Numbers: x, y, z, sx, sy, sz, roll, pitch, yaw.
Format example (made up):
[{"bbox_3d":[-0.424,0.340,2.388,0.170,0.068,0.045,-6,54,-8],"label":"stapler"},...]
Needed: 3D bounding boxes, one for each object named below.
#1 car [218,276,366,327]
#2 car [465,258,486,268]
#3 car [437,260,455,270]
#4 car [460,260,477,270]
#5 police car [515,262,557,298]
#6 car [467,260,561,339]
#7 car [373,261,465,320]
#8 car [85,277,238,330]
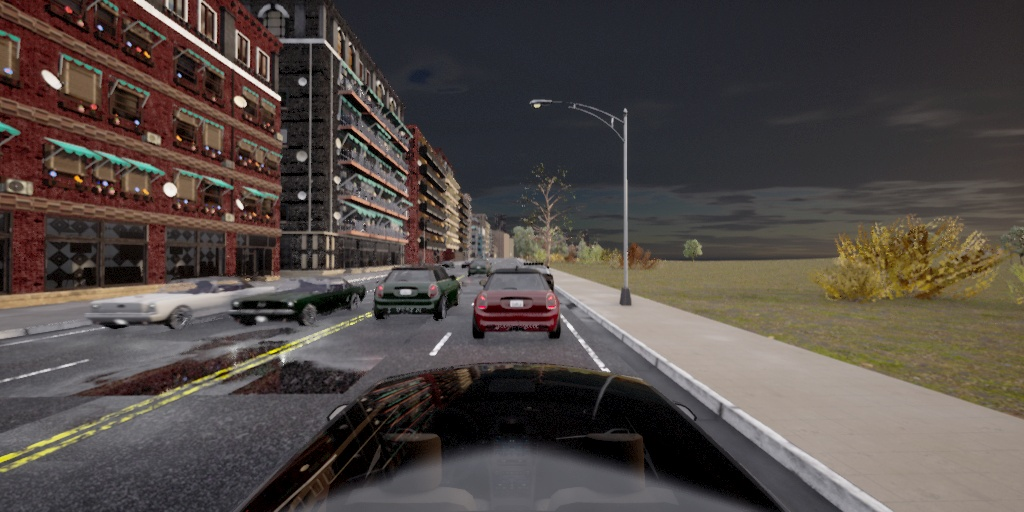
[{"bbox_3d":[-6.583,1.350,11.632,1.895,1.301,4.718,0,0,0],"label":"car"},{"bbox_3d":[-3.101,1.094,35.795,2.097,1.767,4.553,0,0,1],"label":"car"},{"bbox_3d":[-9.752,1.338,53.295,1.895,1.301,4.718,0,0,0],"label":"car"},{"bbox_3d":[-6.501,1.338,53.705,1.895,1.301,4.718,0,0,0],"label":"car"},{"bbox_3d":[1.170,1.173,19.753,1.930,1.638,5.238,0,0,0],"label":"police car"},{"bbox_3d":[0.112,1.101,10.257,2.097,1.767,4.553,0,0,0],"label":"car"},{"bbox_3d":[-3.130,1.101,12.719,2.097,1.767,4.553,0,0,0],"label":"car"},{"bbox_3d":[-9.831,1.350,11.220,1.895,1.301,4.718,0,0,0],"label":"car"}]
